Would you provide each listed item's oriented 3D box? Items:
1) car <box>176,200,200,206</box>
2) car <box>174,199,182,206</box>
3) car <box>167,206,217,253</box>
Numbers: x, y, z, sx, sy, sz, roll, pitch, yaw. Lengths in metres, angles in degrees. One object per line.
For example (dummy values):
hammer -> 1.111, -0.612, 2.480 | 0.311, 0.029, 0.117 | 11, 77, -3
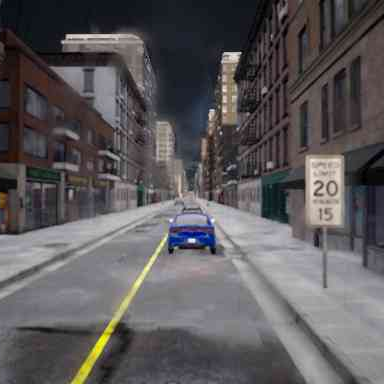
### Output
car -> 0.002, 1.768, 29.303 | 2.128, 1.511, 4.902 | 0, 0, 0
car -> -2.758, 2.241, 71.769 | 1.994, 1.385, 4.181 | 0, -1, 0
car -> 0.007, 1.614, 14.487 | 1.882, 1.535, 5.008 | 0, 0, 0
